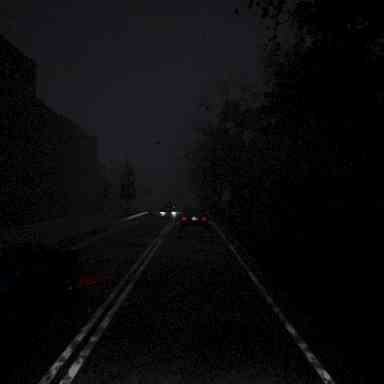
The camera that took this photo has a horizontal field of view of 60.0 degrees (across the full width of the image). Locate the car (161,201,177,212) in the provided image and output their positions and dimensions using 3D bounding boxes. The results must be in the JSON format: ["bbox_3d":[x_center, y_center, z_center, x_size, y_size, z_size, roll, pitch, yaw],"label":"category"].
[{"bbox_3d":[-3.216,2.025,46.834,1.837,1.490,4.892,0,-1,0],"label":"car"}]

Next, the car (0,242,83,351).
[{"bbox_3d":[-3.348,1.559,5.199,2.033,1.411,5.357,0,0,0],"label":"car"}]

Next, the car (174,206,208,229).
[{"bbox_3d":[0.131,1.678,22.410,2.033,1.411,5.357,0,-1,0],"label":"car"}]
